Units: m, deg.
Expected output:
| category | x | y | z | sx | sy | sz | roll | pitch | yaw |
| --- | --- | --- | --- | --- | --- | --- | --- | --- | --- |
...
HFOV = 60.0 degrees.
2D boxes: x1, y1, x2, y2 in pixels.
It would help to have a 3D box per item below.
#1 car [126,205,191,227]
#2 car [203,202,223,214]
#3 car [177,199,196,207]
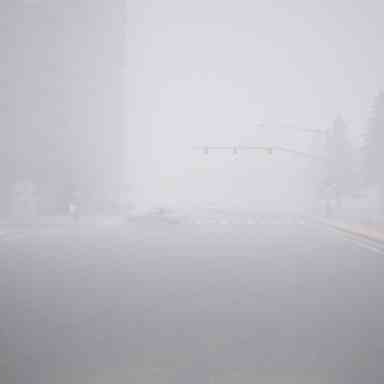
| category | x | y | z | sx | sy | sz | roll | pitch | yaw |
| --- | --- | --- | --- | --- | --- | --- | --- | --- | --- |
| car | -2.693 | 1.856 | 25.246 | 4.718 | 1.301 | 1.895 | 0 | 0 | 28 |
| car | 2.708 | 1.966 | 42.062 | 1.812 | 1.442 | 4.674 | 0 | 1 | 11 |
| car | -1.135 | 2.139 | 65.484 | 2.128 | 1.511 | 4.902 | 1 | -1 | -33 |
